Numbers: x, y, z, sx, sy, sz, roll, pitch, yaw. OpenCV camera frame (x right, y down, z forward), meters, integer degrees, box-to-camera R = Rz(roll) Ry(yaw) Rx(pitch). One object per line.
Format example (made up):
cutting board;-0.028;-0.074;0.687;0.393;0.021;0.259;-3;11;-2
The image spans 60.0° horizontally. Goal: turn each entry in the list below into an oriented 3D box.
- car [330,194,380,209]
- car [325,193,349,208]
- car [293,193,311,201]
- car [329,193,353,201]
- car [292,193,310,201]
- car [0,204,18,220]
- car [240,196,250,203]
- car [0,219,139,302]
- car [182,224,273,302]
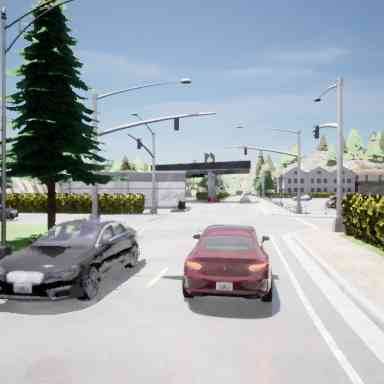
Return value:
car;19.084;1.340;38.922;4.514;1.523;2.007;0;0;9
car;19.529;1.330;42.028;5.027;1.636;2.152;0;0;9
car;26.034;1.077;79.047;3.866;1.878;1.905;0;0;9
car;33.283;1.097;74.555;4.605;1.855;1.932;0;0;9
car;24.904;1.361;75.861;3.806;1.475;1.970;0;0;9
car;-16.208;1.492;26.272;4.902;1.511;2.128;0;0;9
car;10.849;1.526;68.068;1.812;1.442;4.674;0;0;10
car;-2.759;1.491;8.484;2.128;1.511;4.902;0;0;8
car;0.940;1.526;8.241;1.812;1.442;4.674;0;0;9
